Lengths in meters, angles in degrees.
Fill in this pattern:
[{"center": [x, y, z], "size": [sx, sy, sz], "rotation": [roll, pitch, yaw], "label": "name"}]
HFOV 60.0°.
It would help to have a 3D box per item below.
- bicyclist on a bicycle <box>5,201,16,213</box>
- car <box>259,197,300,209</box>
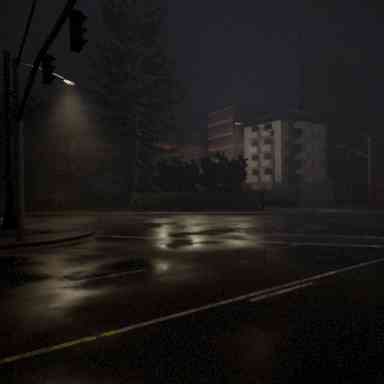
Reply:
[{"center": [-18.106, 1.343, 33.202], "size": [0.582, 1.620, 1.656], "rotation": [-1, 1, 9], "label": "bicyclist on a bicycle"}, {"center": [9.981, 1.171, 38.051], "size": [1.895, 1.301, 4.718], "rotation": [-1, 1, -35], "label": "car"}]
